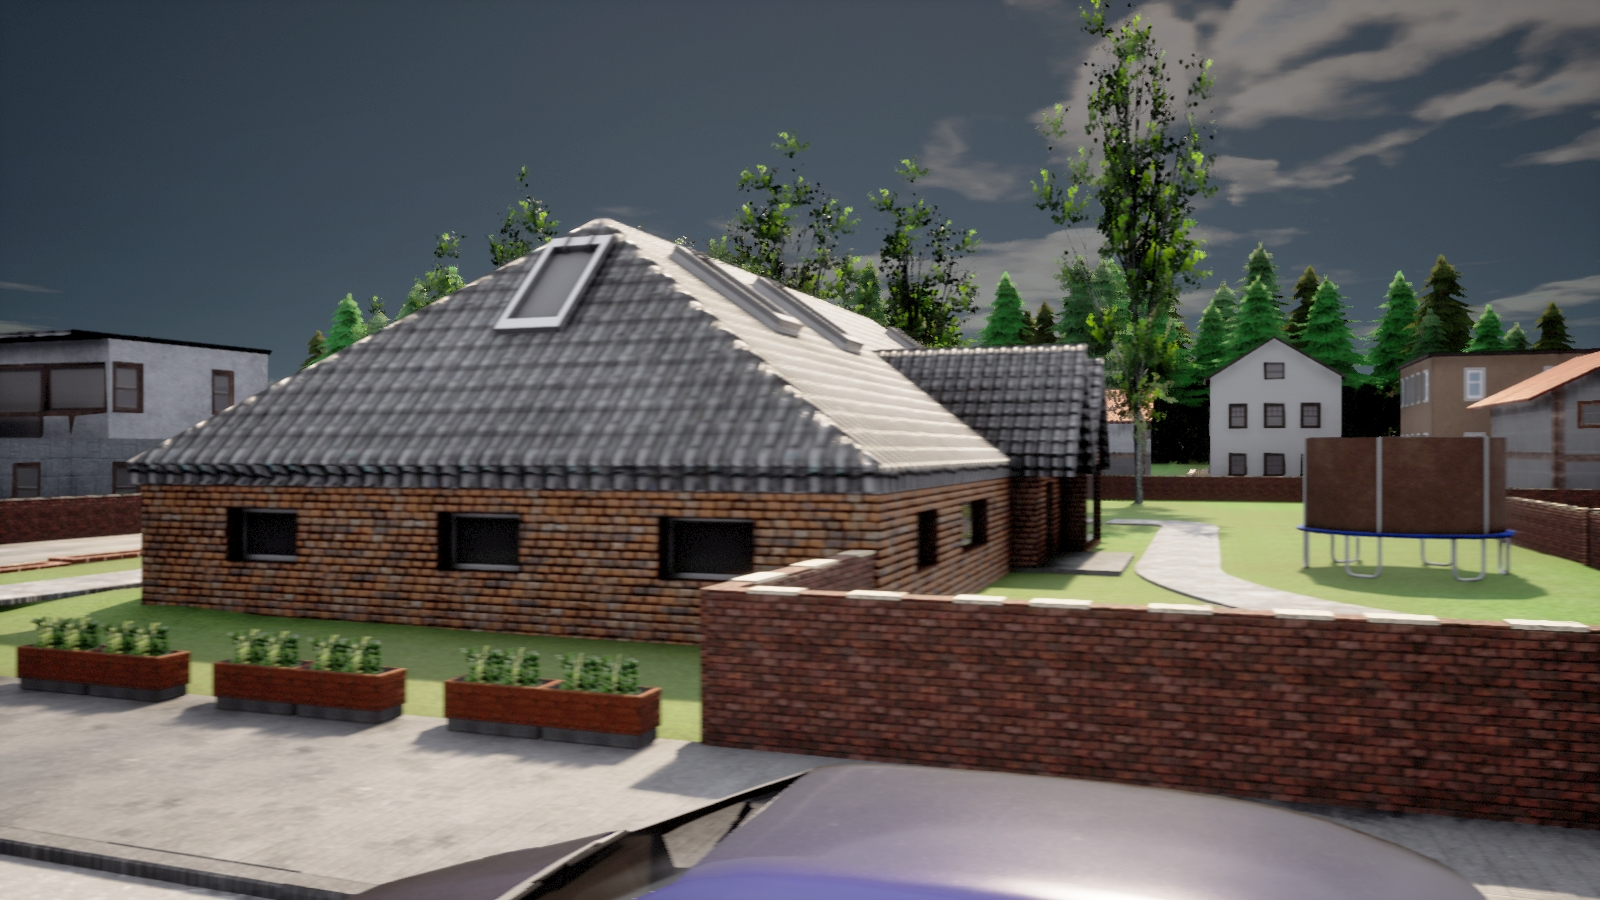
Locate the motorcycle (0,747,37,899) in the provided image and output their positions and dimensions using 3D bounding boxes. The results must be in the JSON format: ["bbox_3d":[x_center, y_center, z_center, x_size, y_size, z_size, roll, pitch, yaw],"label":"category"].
[{"bbox_3d":[-4.752,2.142,5.525,1.805,1.316,0.856,0,0,20],"label":"motorcycle"}]

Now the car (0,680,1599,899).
[{"bbox_3d":[-0.006,1.968,3.801,4.611,1.667,2.242,0,0,20],"label":"car"}]
